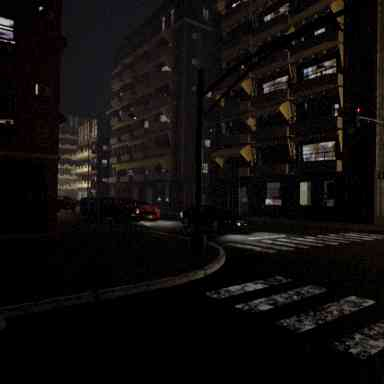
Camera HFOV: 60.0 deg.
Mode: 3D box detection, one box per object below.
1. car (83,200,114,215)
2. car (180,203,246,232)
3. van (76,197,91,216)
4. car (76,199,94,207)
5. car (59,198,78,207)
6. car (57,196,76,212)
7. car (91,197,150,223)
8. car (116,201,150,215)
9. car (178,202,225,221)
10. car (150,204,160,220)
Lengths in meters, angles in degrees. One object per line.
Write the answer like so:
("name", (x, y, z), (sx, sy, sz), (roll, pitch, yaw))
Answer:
("car", (-10.272, 1.650, 36.332), (1.994, 1.385, 4.181), (1, -1, -35))
("car", (1.155, 1.527, 20.215), (1.837, 1.490, 4.892), (1, -1, -36))
("van", (-8.793, 1.354, 29.960), (1.690, 1.788, 3.998), (1, -1, -35))
("car", (-18.454, 1.866, 57.271), (1.802, 1.307, 4.206), (1, -1, -35))
("car", (-21.184, 1.742, 56.870), (1.837, 1.490, 4.892), (1, -1, -35))
("car", (-15.229, 1.368, 39.067), (2.192, 1.841, 5.009), (1, -1, -35))
("car", (-5.574, 1.309, 25.408), (2.192, 1.841, 5.009), (1, -1, -35))
("car", (-6.495, 1.703, 36.087), (1.994, 1.385, 4.181), (1, -1, -35))
("car", (0.758, 1.685, 30.093), (1.752, 1.417, 4.829), (1, -1, -35))
("car", (-4.569, 1.404, 28.263), (2.097, 1.767, 4.553), (1, -1, -35))
